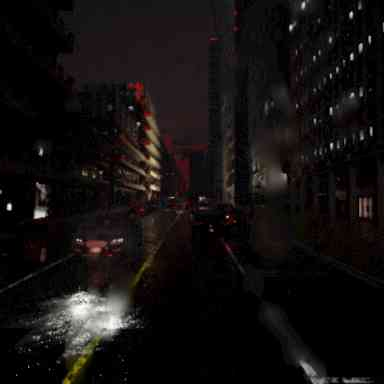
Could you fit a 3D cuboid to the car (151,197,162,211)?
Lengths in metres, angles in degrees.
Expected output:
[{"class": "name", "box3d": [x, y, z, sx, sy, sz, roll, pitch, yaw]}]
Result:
[{"class": "car", "box3d": [-5.622, 1.854, 45.585, 1.967, 1.590, 4.097, 1, -1, 0]}]

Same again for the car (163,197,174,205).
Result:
[{"class": "car", "box3d": [-5.585, 2.024, 78.865, 2.192, 1.841, 5.009, 1, -1, 0]}]

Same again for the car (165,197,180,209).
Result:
[{"class": "car", "box3d": [-3.008, 1.842, 54.145, 2.097, 1.767, 4.553, 0, -1, 0]}]

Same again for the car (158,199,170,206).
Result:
[{"class": "car", "box3d": [-5.599, 2.162, 67.770, 2.008, 1.369, 4.403, 1, -1, 0]}]

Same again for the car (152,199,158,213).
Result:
[{"class": "car", "box3d": [-5.631, 1.910, 40.038, 1.887, 1.381, 4.507, 1, -1, 0]}]

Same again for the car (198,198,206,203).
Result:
[{"class": "car", "box3d": [2.812, 2.419, 95.581, 1.947, 1.339, 4.313, 1, 0, 0]}]

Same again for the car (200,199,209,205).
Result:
[{"class": "car", "box3d": [2.786, 2.242, 73.390, 1.802, 1.307, 4.206, 1, -1, 0]}]

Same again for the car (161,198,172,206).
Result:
[{"class": "car", "box3d": [-5.591, 2.100, 73.317, 1.967, 1.590, 4.097, 1, -1, 0]}]

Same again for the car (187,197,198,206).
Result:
[{"class": "car", "box3d": [0.077, 1.914, 68.520, 2.097, 1.767, 4.553, 0, -1, 0]}]

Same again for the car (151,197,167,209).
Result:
[{"class": "car", "box3d": [-5.608, 1.828, 56.678, 2.192, 1.841, 5.009, 1, -1, 0]}]

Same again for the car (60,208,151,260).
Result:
[{"class": "car", "box3d": [-3.085, 1.613, 13.126, 2.128, 1.511, 4.902, 0, -1, 0]}]

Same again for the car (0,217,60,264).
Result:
[{"class": "car", "box3d": [-5.662, 1.659, 12.304, 1.887, 1.381, 4.507, 1, -1, 0]}]

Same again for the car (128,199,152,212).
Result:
[{"class": "car", "box3d": [-5.635, 1.756, 34.491, 1.967, 1.590, 4.097, 1, -1, 0]}]

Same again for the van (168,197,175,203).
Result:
[{"class": "van", "box3d": [-5.545, 2.147, 89.958, 1.690, 1.788, 3.998, 1, 0, 0]}]

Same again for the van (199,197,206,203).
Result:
[{"class": "van", "box3d": [2.810, 2.147, 90.035, 1.690, 1.788, 3.998, 1, 0, 0]}]

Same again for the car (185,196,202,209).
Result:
[{"class": "car", "box3d": [0.060, 1.706, 53.579, 2.150, 2.045, 5.566, 0, 0, 0]}]

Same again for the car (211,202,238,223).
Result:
[{"class": "car", "box3d": [2.739, 1.706, 29.008, 1.967, 1.590, 4.097, 1, -1, 0]}]

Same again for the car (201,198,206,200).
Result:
[{"class": "car", "box3d": [2.762, 2.014, 51.199, 2.008, 1.369, 4.403, 1, -1, 0]}]

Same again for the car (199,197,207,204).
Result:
[{"class": "car", "box3d": [2.801, 2.198, 84.486, 1.967, 1.590, 4.097, 1, 0, 0]}]

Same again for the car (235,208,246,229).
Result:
[{"class": "car", "box3d": [2.731, 1.760, 23.460, 1.887, 1.381, 4.507, 1, -1, 0]}]

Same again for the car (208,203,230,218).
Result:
[{"class": "car", "box3d": [2.743, 1.860, 34.555, 1.887, 1.381, 4.507, 1, -1, 0]}]

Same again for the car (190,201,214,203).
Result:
[{"class": "car", "box3d": [0.911, 1.782, 27.940, 1.812, 1.442, 4.674, 0, -1, 0]}]

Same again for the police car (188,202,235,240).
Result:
[{"class": "police car", "box3d": [0.920, 1.591, 18.050, 1.930, 1.638, 5.238, 0, -1, 0]}]

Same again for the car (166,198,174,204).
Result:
[{"class": "car", "box3d": [-5.591, 2.281, 84.239, 1.752, 1.417, 4.829, 1, -1, 0]}]

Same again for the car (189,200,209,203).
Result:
[{"class": "car", "box3d": [0.887, 1.837, 33.939, 1.812, 1.442, 4.674, 0, 0, 0]}]

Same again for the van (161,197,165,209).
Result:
[{"class": "van", "box3d": [-5.614, 1.804, 51.132, 1.690, 1.788, 3.998, 1, -1, 0]}]
